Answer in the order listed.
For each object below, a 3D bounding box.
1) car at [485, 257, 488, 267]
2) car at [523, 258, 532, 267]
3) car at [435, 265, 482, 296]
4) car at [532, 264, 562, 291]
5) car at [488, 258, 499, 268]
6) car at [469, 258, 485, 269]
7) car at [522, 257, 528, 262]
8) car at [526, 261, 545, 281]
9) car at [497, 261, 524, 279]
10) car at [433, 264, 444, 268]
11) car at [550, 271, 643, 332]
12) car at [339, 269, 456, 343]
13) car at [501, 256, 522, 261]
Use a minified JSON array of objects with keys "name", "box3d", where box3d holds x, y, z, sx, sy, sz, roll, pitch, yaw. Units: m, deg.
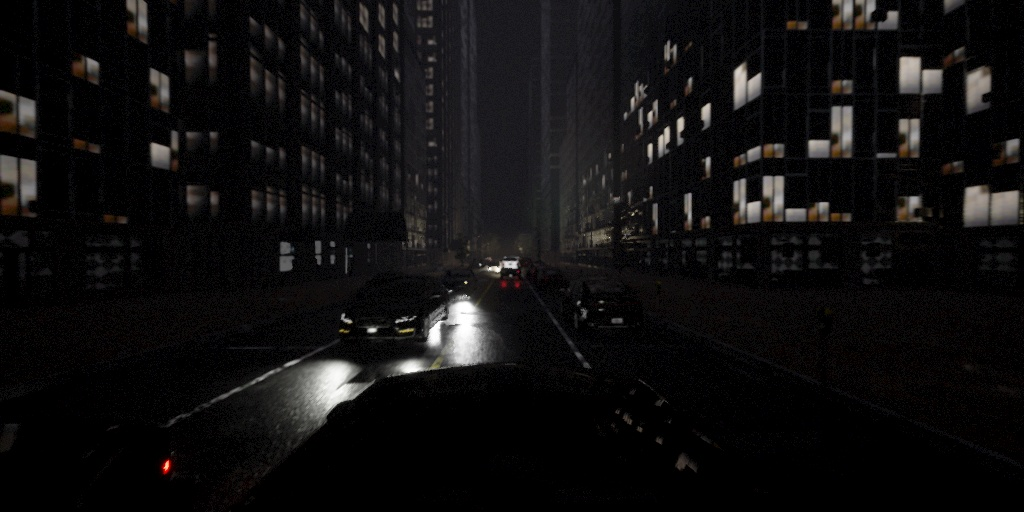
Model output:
[{"name":"car","box3d":[-5.746,1.188,61.428,2.192,1.841,5.009,0,0,0]},{"name":"car","box3d":[2.313,1.231,33.274,1.967,1.591,4.097,0,0,0]},{"name":"car","box3d":[-2.968,1.386,19.726,1.895,1.301,4.718,0,0,0]},{"name":"car","box3d":[2.398,1.353,21.976,1.802,1.307,4.207,0,0,0]},{"name":"car","box3d":[-3.221,1.477,64.131,1.895,1.301,4.718,0,0,0]},{"name":"car","box3d":[-5.703,1.411,55.780,2.007,1.370,4.403,0,0,0]},{"name":"car","box3d":[2.144,1.150,55.868,2.192,1.841,5.009,0,0,0]},{"name":"car","box3d":[2.355,1.326,27.625,1.888,1.381,4.507,0,0,0]},{"name":"car","box3d":[-0.121,1.400,32.992,1.895,1.301,4.718,0,0,0]},{"name":"car","box3d":[-5.491,1.332,27.369,1.751,1.417,4.829,0,0,0]},{"name":"car","box3d":[2.482,1.304,10.680,2.007,1.370,4.403,0,0,0]},{"name":"car","box3d":[-2.894,1.276,9.802,1.837,1.490,4.892,0,0,0]},{"name":"car","box3d":[-0.199,1.042,43.674,2.150,2.045,5.566,0,0,0]}]
